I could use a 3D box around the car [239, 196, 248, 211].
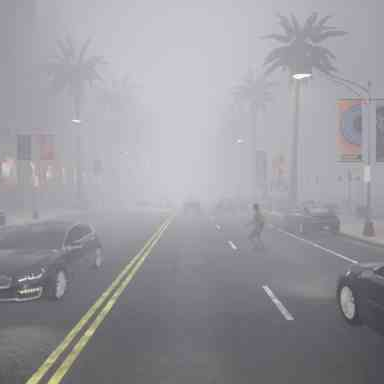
[{"bbox_3d":[6.470,1.354,47.979,2.185,1.767,4.553,0,0,0],"label":"car"}]

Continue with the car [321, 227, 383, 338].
[{"bbox_3d":[3.556,1.505,4.215,1.837,1.490,4.892,0,0,0],"label":"car"}]

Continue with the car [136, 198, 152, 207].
[{"bbox_3d":[-7.211,1.564,50.102,1.994,1.385,4.181,0,0,0],"label":"car"}]

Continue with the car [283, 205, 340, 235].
[{"bbox_3d":[6.538,1.481,18.604,2.231,1.521,4.892,0,0,0],"label":"car"}]

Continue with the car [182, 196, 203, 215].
[{"bbox_3d":[0.007,1.505,34.311,1.837,1.490,4.892,0,0,0],"label":"car"}]

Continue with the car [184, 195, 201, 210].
[{"bbox_3d":[-0.014,1.352,44.309,2.097,1.767,4.553,0,0,-1],"label":"car"}]

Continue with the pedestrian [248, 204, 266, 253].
[{"bbox_3d":[2.382,1.294,12.186,0.375,1.860,0.375,0,0,0],"label":"pedestrian"}]

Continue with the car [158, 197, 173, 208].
[{"bbox_3d":[-3.713,1.492,47.176,2.128,1.511,4.902,0,0,0],"label":"car"}]

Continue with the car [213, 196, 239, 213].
[{"bbox_3d":[3.503,1.353,36.423,2.097,1.767,4.553,0,0,0],"label":"car"}]

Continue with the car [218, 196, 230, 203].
[{"bbox_3d":[6.719,1.513,69.909,2.161,1.482,4.786,0,0,0],"label":"car"}]

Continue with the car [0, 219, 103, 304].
[{"bbox_3d":[-3.620,1.505,8.342,1.837,1.490,4.892,0,0,0],"label":"car"}]
